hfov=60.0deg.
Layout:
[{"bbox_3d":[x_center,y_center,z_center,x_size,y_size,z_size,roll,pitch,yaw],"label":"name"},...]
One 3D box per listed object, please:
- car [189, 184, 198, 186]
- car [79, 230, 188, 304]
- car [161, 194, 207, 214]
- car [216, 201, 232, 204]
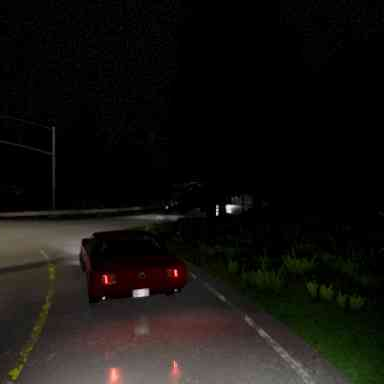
[{"bbox_3d":[0.278,-1.852,70.041,2.128,1.511,4.902,0,5,0],"label":"car"},{"bbox_3d":[-1.743,1.597,8.286,1.895,1.301,4.718,0,0,-21],"label":"car"},{"bbox_3d":[-0.551,0.939,32.350,2.150,2.045,5.566,0,2,39],"label":"car"},{"bbox_3d":[3.920,0.643,41.168,1.812,1.442,4.674,0,4,10],"label":"car"}]
